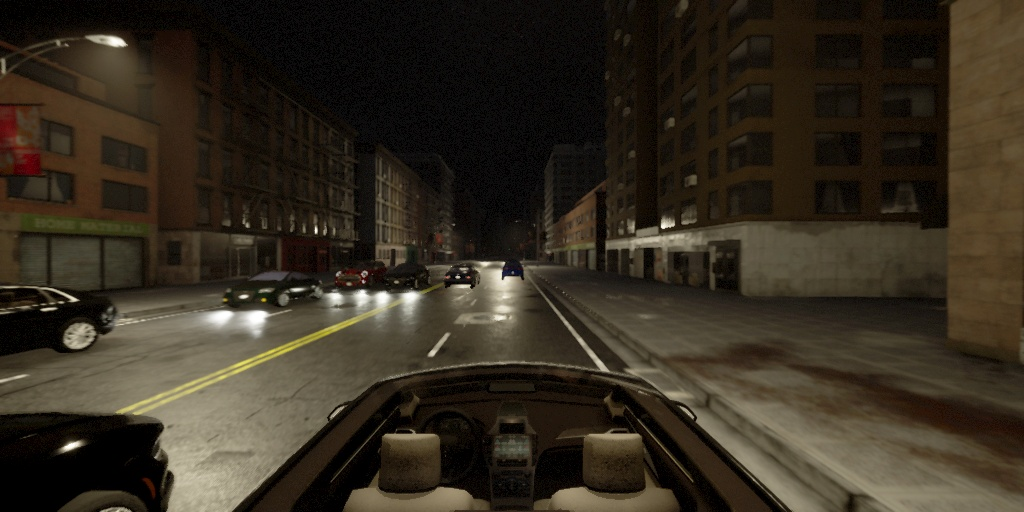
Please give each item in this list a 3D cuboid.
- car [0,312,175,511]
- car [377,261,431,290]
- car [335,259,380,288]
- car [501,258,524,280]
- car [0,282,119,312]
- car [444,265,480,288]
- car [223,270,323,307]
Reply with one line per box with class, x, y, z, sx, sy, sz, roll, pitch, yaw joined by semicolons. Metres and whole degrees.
car;-3.147;1.228;0.257;1.882;1.535;5.008;0;0;0
car;-6.538;1.218;22.822;1.882;1.535;5.008;0;0;0
car;-9.781;1.091;23.734;2.097;1.767;4.553;0;0;0
car;0.057;1.215;31.548;1.882;1.535;5.008;0;0;0
car;-9.843;1.253;6.033;1.837;1.490;4.892;0;0;0
car;-3.179;1.288;23.511;2.033;1.411;5.357;0;0;0
car;-9.859;1.307;15.168;1.994;1.385;4.181;0;0;0
